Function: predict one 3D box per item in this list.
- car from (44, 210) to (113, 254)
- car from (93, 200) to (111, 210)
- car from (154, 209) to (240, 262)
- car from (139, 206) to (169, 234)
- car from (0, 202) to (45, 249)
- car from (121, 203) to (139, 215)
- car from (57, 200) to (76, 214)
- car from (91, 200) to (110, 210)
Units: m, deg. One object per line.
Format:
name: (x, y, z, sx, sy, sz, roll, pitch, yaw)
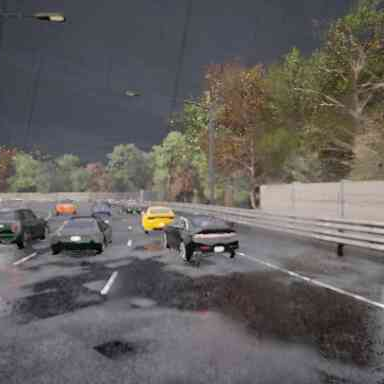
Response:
car: (-4.594, 1.720, 14.352, 1.994, 1.385, 4.181, 0, -1, -8)
car: (-15.085, 2.091, 55.645, 1.837, 1.490, 4.892, 0, 0, -30)
car: (0.162, 1.606, 12.730, 2.128, 1.511, 4.902, 0, 0, -17)
car: (-2.154, 1.680, 21.144, 1.882, 1.535, 5.008, 0, -1, -11)
car: (-8.301, 1.540, 15.571, 2.097, 1.767, 4.553, 0, -1, -8)
car: (-7.109, 1.990, 38.868, 1.895, 1.301, 4.718, 0, -1, -20)
car: (-15.534, 1.810, 41.106, 2.097, 1.767, 4.553, 0, -1, -22)
car: (-10.460, 1.948, 37.936, 2.033, 1.411, 5.357, 0, -1, -21)
